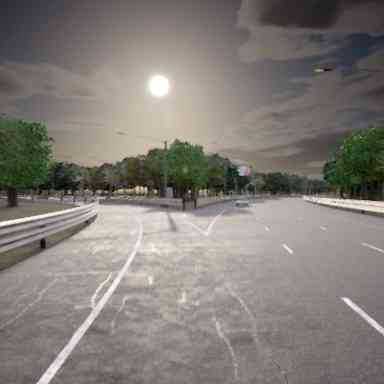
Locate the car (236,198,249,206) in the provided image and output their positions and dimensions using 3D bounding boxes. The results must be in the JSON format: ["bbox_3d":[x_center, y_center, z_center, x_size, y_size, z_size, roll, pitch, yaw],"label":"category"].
[{"bbox_3d":[8.231,1.622,54.152,1.895,1.301,4.718,0,0,12],"label":"car"}]
